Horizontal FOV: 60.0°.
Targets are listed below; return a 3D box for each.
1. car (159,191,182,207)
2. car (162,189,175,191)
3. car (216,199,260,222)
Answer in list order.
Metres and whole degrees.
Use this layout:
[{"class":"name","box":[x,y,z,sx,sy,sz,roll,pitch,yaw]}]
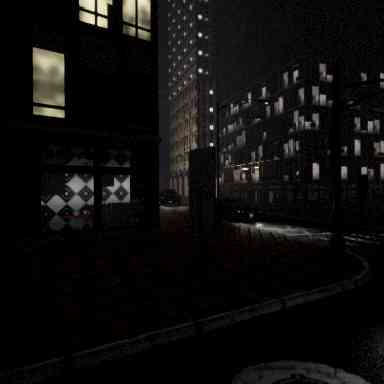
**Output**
[{"class":"car","box":[-2.628,1.026,41.350,1.837,1.490,4.892,-1,1,-19]},{"class":"car","box":[-4.030,0.537,54.624,2.150,2.045,5.566,-1,1,-18]},{"class":"car","box":[3.152,1.262,24.316,2.128,1.511,4.902,-1,1,-19]}]
